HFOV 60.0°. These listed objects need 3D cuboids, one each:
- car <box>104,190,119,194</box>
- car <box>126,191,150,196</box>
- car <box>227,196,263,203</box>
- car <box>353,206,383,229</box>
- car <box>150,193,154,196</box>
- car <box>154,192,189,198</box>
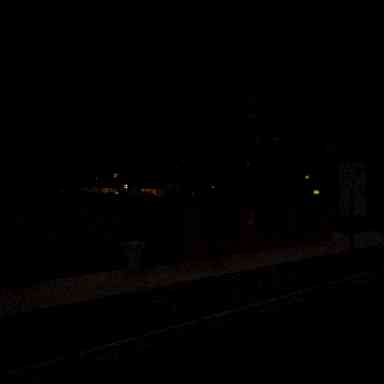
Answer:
[{"bbox_3d":[-14.877,0.324,60.866,2.128,1.511,4.902,-2,2,-35],"label":"car"},{"bbox_3d":[-7.999,0.730,45.800,1.812,1.442,4.674,-2,2,-34],"label":"car"},{"bbox_3d":[4.602,1.151,27.476,1.837,1.490,4.892,-2,2,-35],"label":"car"},{"bbox_3d":[11.294,1.429,18.501,1.994,1.385,4.181,-2,2,-41],"label":"car"},{"bbox_3d":[-7.335,0.627,49.957,2.033,1.411,5.357,-2,2,-34],"label":"car"},{"bbox_3d":[-1.850,0.768,36.821,2.097,1.767,4.553,-2,2,-34],"label":"car"}]
